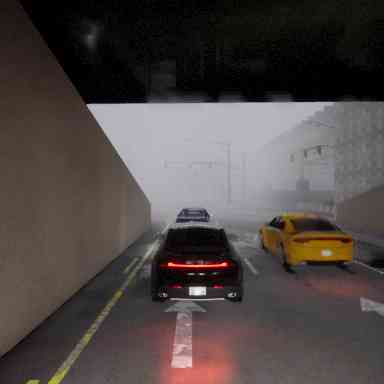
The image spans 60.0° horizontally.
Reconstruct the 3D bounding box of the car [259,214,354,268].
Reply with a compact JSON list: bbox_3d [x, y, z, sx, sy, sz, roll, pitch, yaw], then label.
[{"bbox_3d":[3.610,1.477,11.371,1.882,1.535,5.008,0,0,0],"label":"car"}]

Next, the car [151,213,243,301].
[{"bbox_3d":[0.106,1.505,8.304,1.837,1.490,4.892,0,0,0],"label":"car"}]

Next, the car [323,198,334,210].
[{"bbox_3d":[17.616,1.453,40.596,4.974,1.542,2.038,0,0,-45],"label":"car"}]

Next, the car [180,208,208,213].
[{"bbox_3d":[0.102,1.547,18.050,2.033,1.411,5.357,0,0,3],"label":"car"}]

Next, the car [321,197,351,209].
[{"bbox_3d":[17.653,1.295,40.633,4.536,1.218,1.853,0,0,-45],"label":"car"}]
